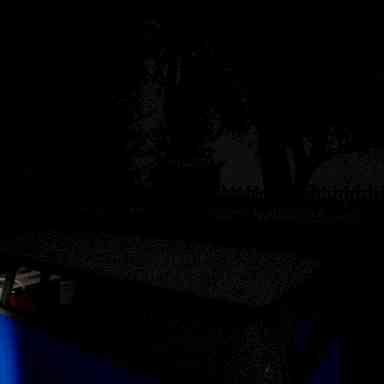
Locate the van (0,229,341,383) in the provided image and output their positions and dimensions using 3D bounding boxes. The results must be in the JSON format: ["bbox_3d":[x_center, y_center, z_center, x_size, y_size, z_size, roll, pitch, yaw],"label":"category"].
[{"bbox_3d":[-0.690,1.341,3.203,3.998,1.788,1.690,0,0,35],"label":"van"}]
